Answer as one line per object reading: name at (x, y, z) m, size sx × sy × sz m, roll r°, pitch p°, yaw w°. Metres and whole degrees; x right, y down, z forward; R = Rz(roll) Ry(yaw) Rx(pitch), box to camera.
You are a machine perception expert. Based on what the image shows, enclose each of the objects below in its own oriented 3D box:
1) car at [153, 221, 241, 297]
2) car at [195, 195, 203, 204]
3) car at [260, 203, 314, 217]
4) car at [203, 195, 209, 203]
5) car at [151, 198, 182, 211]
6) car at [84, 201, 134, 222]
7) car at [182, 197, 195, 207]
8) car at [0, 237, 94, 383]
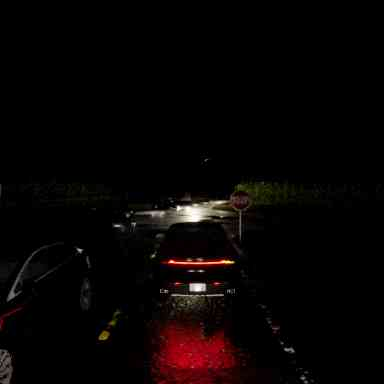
car at (0.096, 1.506, 8.533) m, size 1.837 × 1.490 × 4.892 m, roll 0°, pitch 0°, yaw 0°
car at (0.402, 1.598, 63.187) m, size 1.994 × 1.385 × 4.181 m, roll 0°, pitch 0°, yaw 10°
car at (8.858, 1.674, 31.388) m, size 4.718 × 1.301 × 1.895 m, roll 0°, pitch 0°, yaw 5°
car at (2.409, 1.411, 73.060) m, size 2.097 × 1.767 × 4.553 m, roll 0°, pitch 0°, yaw 12°
car at (-3.354, 1.505, 40.943) m, size 2.128 × 1.511 × 4.902 m, roll 0°, pitch 0°, yaw 19°
car at (-6.525, 1.453, 25.949) m, size 4.902 × 1.511 × 2.128 m, roll 1°, pitch 0°, yaw 41°
car at (-1.087, 1.625, 53.315) m, size 1.895 × 1.301 × 4.718 m, roll 0°, pitch 0°, yaw 7°
car at (-2.858, 1.492, 4.788) m, size 2.128 × 1.511 × 4.902 m, roll 0°, pitch 0°, yaw 0°
